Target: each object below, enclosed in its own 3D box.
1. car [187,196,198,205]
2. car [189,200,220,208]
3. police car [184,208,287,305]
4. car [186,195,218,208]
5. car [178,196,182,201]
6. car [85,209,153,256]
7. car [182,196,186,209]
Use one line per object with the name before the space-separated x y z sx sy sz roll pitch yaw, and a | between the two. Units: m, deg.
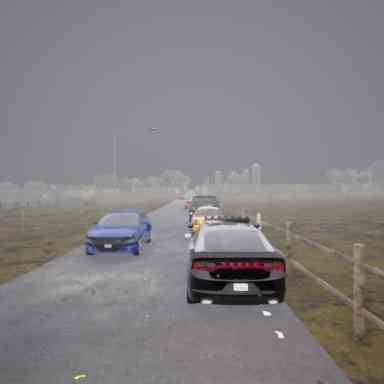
car | 0.124 1.543 58.423 1.812 1.442 4.674 0 0 0
car | 0.864 1.457 18.363 1.801 1.575 5.366 0 0 0
police car | 0.843 1.425 8.282 1.930 1.638 5.238 0 0 0
car | 0.877 1.228 24.203 2.150 2.045 5.566 0 0 0
car | -2.572 1.568 84.178 1.895 1.301 4.718 0 0 0
car | -2.722 1.478 13.288 1.882 1.535 5.008 0 0 0
car | 0.117 1.367 45.417 2.097 1.767 4.553 0 0 1
